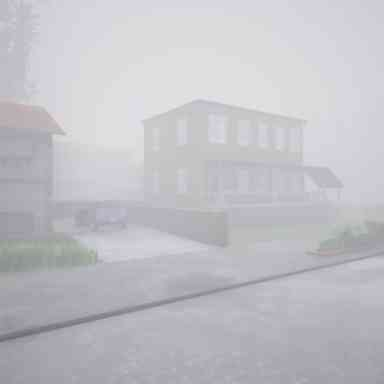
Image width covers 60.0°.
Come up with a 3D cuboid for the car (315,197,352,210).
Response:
[{"bbox_3d":[17.029,1.345,40.589,2.097,1.767,4.553,0,0,-35],"label":"car"}]

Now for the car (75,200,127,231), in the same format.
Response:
[{"bbox_3d":[-4.833,1.135,17.344,1.845,1.501,3.633,0,0,-35],"label":"car"}]
